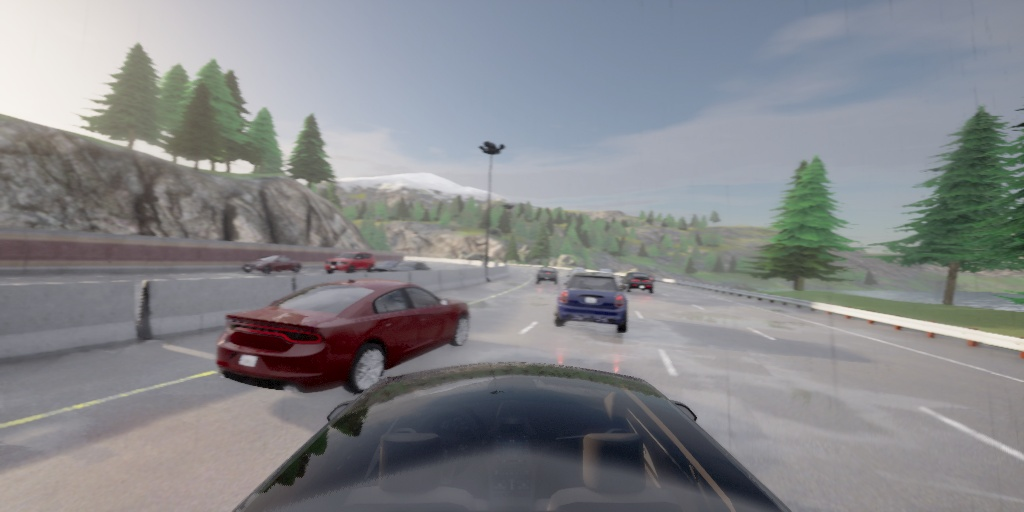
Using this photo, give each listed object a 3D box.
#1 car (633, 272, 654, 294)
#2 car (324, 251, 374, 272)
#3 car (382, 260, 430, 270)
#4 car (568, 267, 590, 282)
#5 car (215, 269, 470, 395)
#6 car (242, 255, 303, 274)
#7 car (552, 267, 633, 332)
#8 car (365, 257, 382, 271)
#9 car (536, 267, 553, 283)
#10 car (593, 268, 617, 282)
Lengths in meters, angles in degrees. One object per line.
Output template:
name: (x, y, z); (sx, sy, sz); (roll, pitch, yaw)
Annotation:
car: (9.580, 2.003, 27.722); (1.837, 1.490, 4.892); (3, -1, 9)
car: (-14.576, 0.603, 32.723); (2.150, 2.045, 5.566); (3, -1, 8)
car: (-8.150, 1.157, 28.840); (1.837, 1.490, 4.892); (3, -1, 9)
car: (7.556, 2.073, 40.881); (1.812, 1.442, 4.674); (3, 0, 4)
car: (-2.435, 1.163, 6.672); (1.882, 1.535, 5.008); (3, -1, 17)
car: (-18.857, 0.654, 28.481); (1.812, 1.442, 4.674); (3, -1, 10)
car: (2.831, 1.356, 12.405); (2.097, 1.767, 4.553); (3, -1, 15)
car: (-10.984, 1.111, 33.287); (2.033, 1.411, 5.357); (3, -1, 8)
car: (3.310, 1.752, 33.422); (2.128, 1.511, 4.902); (3, -1, 7)
car: (11.190, 2.278, 43.407); (1.812, 1.442, 4.674); (3, 0, 3)
